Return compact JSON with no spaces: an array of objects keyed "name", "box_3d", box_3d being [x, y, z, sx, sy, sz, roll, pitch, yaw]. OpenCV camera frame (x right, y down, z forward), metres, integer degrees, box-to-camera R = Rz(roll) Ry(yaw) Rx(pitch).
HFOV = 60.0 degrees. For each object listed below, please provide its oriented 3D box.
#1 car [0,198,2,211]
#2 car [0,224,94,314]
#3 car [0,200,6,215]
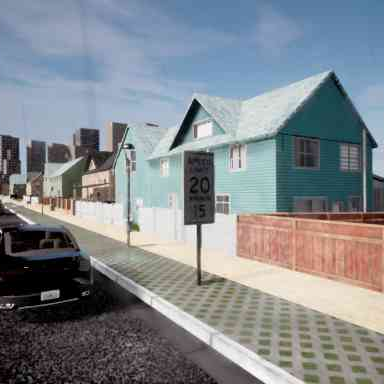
[{"name":"car","box_3d":[-25.161,1.508,41.765,2.128,1.511,4.902,0,0,-32]},{"name":"car","box_3d":[-3.703,1.507,7.710,1.837,1.490,4.892,0,0,-32]},{"name":"car","box_3d":[-19.598,1.504,33.016,2.128,1.511,4.902,0,0,-31]}]
